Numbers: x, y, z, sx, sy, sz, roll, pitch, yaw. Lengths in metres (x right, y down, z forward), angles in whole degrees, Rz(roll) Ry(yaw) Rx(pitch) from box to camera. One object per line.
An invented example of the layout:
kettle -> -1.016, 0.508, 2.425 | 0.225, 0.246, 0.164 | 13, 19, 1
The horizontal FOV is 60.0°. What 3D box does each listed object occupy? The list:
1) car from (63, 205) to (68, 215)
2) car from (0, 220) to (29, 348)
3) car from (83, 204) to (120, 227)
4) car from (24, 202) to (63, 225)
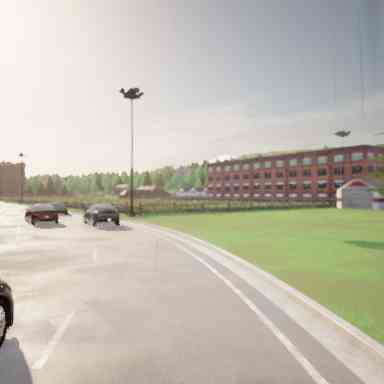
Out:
car -> -15.297, 1.839, 37.049 | 1.994, 1.385, 4.181 | 0, 0, -36
car -> -3.693, 1.383, 3.284 | 2.097, 1.767, 4.553 | 0, 0, -4
car -> -6.737, 1.674, 24.527 | 1.837, 1.490, 4.892 | 0, -2, -29
car -> -11.905, 1.675, 26.207 | 1.882, 1.535, 5.008 | 0, -1, -34
